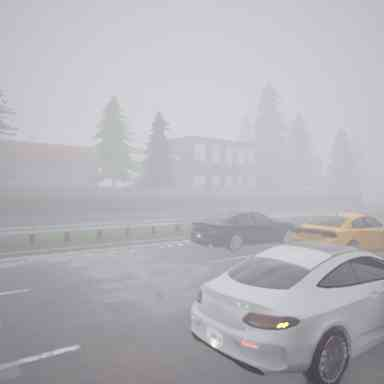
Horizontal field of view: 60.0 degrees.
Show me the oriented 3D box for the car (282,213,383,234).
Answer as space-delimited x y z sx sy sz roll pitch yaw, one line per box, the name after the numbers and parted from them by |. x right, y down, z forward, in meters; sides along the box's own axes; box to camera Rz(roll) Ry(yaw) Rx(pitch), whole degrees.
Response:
5.771 1.507 12.167 5.008 1.535 1.882 0 0 -36 | car

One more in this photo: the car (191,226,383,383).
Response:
2.146 1.537 5.278 4.674 1.442 1.812 0 0 -36 | car

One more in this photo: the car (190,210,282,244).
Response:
2.260 1.502 13.961 5.008 1.535 1.882 0 0 -36 | car
